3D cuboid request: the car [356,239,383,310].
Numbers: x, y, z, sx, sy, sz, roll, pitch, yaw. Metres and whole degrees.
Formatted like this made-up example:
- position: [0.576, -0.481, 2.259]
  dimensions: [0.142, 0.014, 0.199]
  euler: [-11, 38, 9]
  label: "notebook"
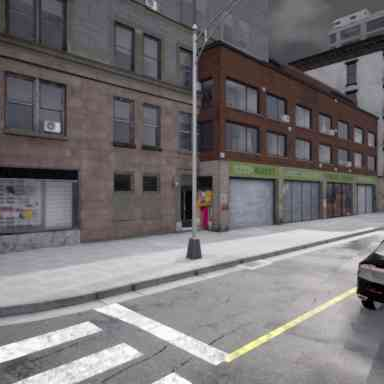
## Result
- position: [5.017, 1.496, 6.800]
  dimensions: [4.902, 1.511, 2.128]
  euler: [0, 0, -44]
  label: "car"
